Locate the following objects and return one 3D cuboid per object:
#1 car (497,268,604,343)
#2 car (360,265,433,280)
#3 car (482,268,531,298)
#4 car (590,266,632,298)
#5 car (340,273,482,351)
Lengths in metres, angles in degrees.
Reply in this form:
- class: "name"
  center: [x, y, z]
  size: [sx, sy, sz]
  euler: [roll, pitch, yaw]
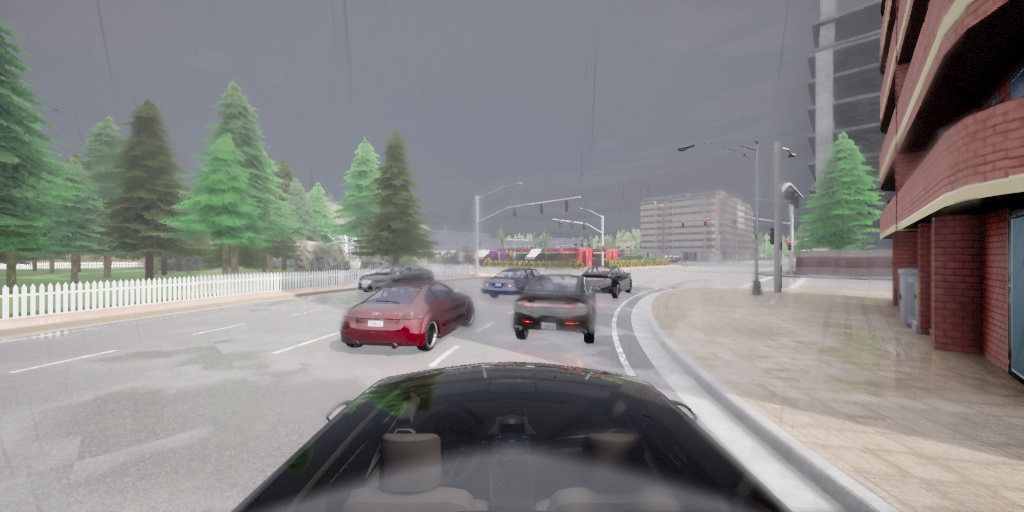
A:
- class: "car"
  center: [1.349, 1.242, 9.787]
  size: [2.128, 1.511, 4.902]
  euler: [0, 0, 14]
- class: "car"
  center: [-6.381, 1.243, 20.220]
  size: [2.128, 1.511, 4.902]
  euler: [0, 0, 24]
- class: "car"
  center: [0.473, 1.297, 17.834]
  size: [2.033, 1.411, 5.357]
  euler: [0, 0, 25]
- class: "car"
  center: [4.846, 1.236, 18.346]
  size: [2.128, 1.511, 4.902]
  euler: [1, 1, 29]
- class: "car"
  center: [-2.361, 1.314, 9.117]
  size: [1.994, 1.385, 4.181]
  euler: [0, 0, 10]
